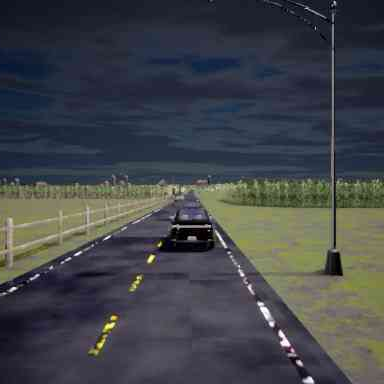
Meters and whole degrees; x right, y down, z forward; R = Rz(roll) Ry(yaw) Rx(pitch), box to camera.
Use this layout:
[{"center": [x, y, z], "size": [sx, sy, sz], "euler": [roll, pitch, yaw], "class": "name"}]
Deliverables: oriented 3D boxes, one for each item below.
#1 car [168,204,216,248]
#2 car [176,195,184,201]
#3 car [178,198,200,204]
[{"center": [0.000, 1.485, 14.651], "size": [2.128, 1.511, 4.902], "euler": [0, 0, 0], "class": "car"}, {"center": [-2.749, 1.354, 75.881], "size": [1.895, 1.301, 4.718], "euler": [0, 0, 0], "class": "car"}, {"center": [0.000, 1.538, 29.651], "size": [2.033, 1.411, 5.357], "euler": [0, 0, 0], "class": "car"}]
